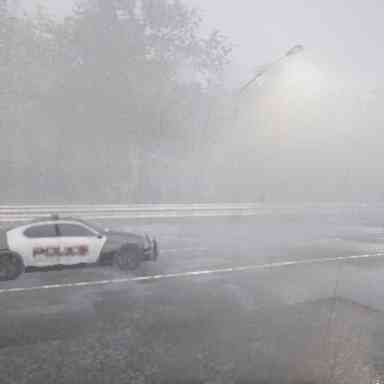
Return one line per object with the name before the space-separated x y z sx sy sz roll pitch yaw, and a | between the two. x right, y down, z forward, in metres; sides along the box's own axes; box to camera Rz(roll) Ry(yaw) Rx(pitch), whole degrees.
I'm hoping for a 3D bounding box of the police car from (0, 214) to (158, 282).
police car | -3.515 1.457 9.551 4.974 1.542 2.038 1 0 -23
